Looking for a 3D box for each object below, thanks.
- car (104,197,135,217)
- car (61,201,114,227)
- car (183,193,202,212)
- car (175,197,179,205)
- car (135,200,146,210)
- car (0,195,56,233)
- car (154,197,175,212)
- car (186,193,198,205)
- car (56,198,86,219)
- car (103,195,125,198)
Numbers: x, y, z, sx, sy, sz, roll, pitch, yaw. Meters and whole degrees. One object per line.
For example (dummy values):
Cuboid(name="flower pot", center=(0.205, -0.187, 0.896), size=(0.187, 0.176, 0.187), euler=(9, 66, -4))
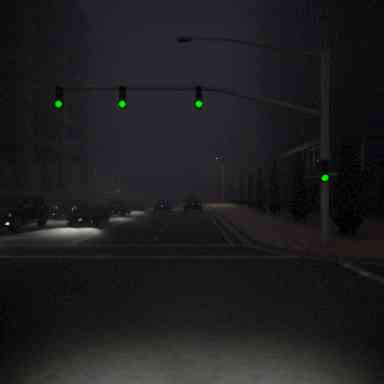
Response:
Cuboid(name="car", center=(-7.082, 1.521, 31.998), size=(1.837, 1.490, 4.892), euler=(0, 0, 0))
Cuboid(name="car", center=(-7.084, 1.576, 23.091), size=(1.994, 1.385, 4.181), euler=(0, 0, 0))
Cuboid(name="car", center=(0.085, 1.372, 39.045), size=(2.097, 1.767, 4.553), euler=(0, 0, 0))
Cuboid(name="car", center=(-3.528, 1.595, 61.260), size=(1.994, 1.385, 4.181), euler=(0, 0, 0))
Cuboid(name="car", center=(-7.069, 1.622, 42.340), size=(1.895, 1.301, 4.718), euler=(0, 0, 0))
Cuboid(name="car", center=(-10.589, 1.232, 19.996), size=(2.150, 2.045, 5.566), euler=(0, 0, 0))
Cuboid(name="car", center=(-3.415, 1.584, 39.682), size=(1.994, 1.385, 4.181), euler=(0, 0, 0))
Cuboid(name="car", center=(0.025, 1.253, 61.379), size=(2.150, 2.045, 5.566), euler=(0, 0, 0))
Cuboid(name="car", center=(-10.593, 1.367, 29.553), size=(2.097, 1.767, 4.553), euler=(0, 0, 0))
Cuboid(name="car", center=(-10.568, 1.524, 43.584), size=(1.837, 1.490, 4.892), euler=(0, 1, 0))
